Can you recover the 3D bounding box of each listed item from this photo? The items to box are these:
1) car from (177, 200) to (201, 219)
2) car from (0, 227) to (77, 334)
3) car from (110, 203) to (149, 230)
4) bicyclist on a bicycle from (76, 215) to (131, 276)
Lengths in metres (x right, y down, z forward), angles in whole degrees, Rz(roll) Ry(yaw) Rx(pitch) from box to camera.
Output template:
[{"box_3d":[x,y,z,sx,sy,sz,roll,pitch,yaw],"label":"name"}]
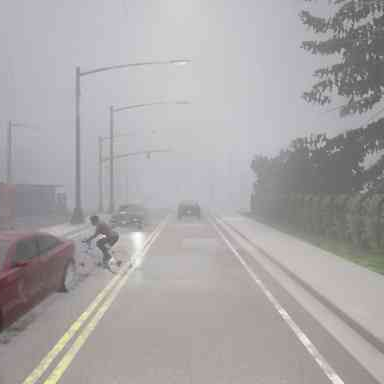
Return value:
[{"box_3d":[-0.254,1.477,29.140,1.882,1.535,5.008,0,0,-1],"label":"car"},{"box_3d":[-3.658,1.477,5.994,1.882,1.535,5.008,0,0,-1],"label":"car"},{"box_3d":[-3.836,1.507,21.036,1.837,1.490,4.892,0,-1,0],"label":"car"},{"box_3d":[-2.450,1.452,8.924,1.656,1.620,0.582,-1,0,-1],"label":"bicyclist on a bicycle"}]
